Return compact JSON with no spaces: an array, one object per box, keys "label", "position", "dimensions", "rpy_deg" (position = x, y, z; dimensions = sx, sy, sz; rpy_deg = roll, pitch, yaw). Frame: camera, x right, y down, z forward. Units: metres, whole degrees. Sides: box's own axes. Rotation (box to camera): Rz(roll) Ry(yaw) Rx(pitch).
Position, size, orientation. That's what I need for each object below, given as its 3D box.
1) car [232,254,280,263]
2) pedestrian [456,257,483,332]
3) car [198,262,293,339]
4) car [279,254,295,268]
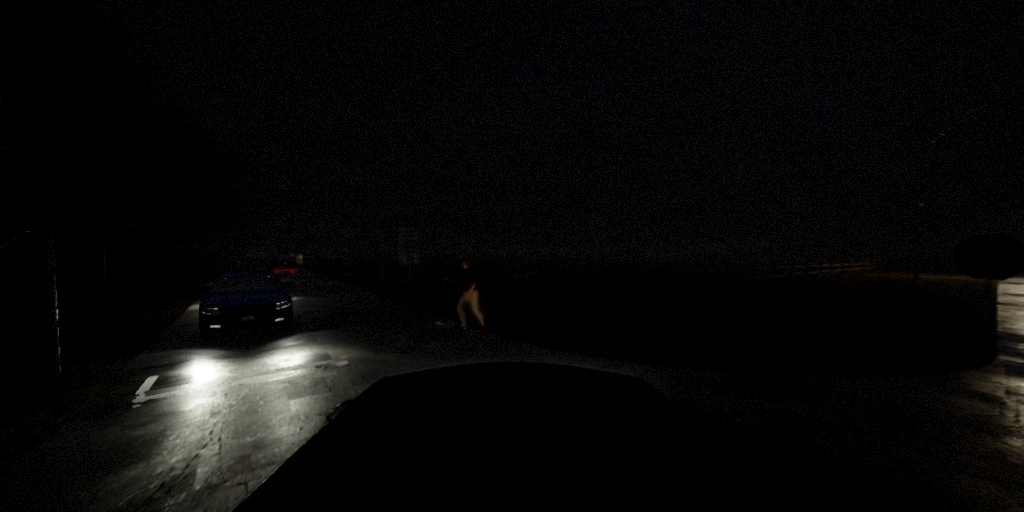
[{"label":"car","position":[-13.342,0.876,18.233],"dimensions":[2.097,1.767,4.553],"rpy_deg":[-2,2,-36]},{"label":"pedestrian","position":[-1.023,0.917,8.607],"dimensions":[0.375,1.860,0.375],"rpy_deg":[-3,4,-36]},{"label":"car","position":[-7.560,1.140,10.302],"dimensions":[1.882,1.535,5.008],"rpy_deg":[-2,2,-36]},{"label":"car","position":[-25.135,0.564,39.424],"dimensions":[1.882,1.535,5.008],"rpy_deg":[-2,2,-36]}]
